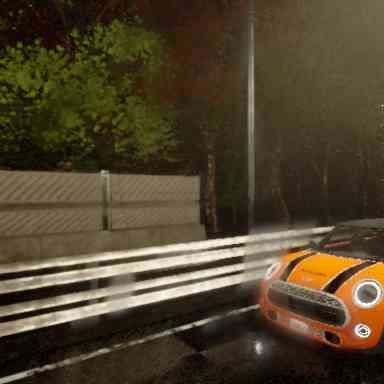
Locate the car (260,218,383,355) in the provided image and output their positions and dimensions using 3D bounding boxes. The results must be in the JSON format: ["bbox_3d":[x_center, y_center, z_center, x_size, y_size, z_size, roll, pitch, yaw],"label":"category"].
[{"bbox_3d":[3.360,1.320,6.080,4.553,1.767,2.097,0,0,-35],"label":"car"}]
